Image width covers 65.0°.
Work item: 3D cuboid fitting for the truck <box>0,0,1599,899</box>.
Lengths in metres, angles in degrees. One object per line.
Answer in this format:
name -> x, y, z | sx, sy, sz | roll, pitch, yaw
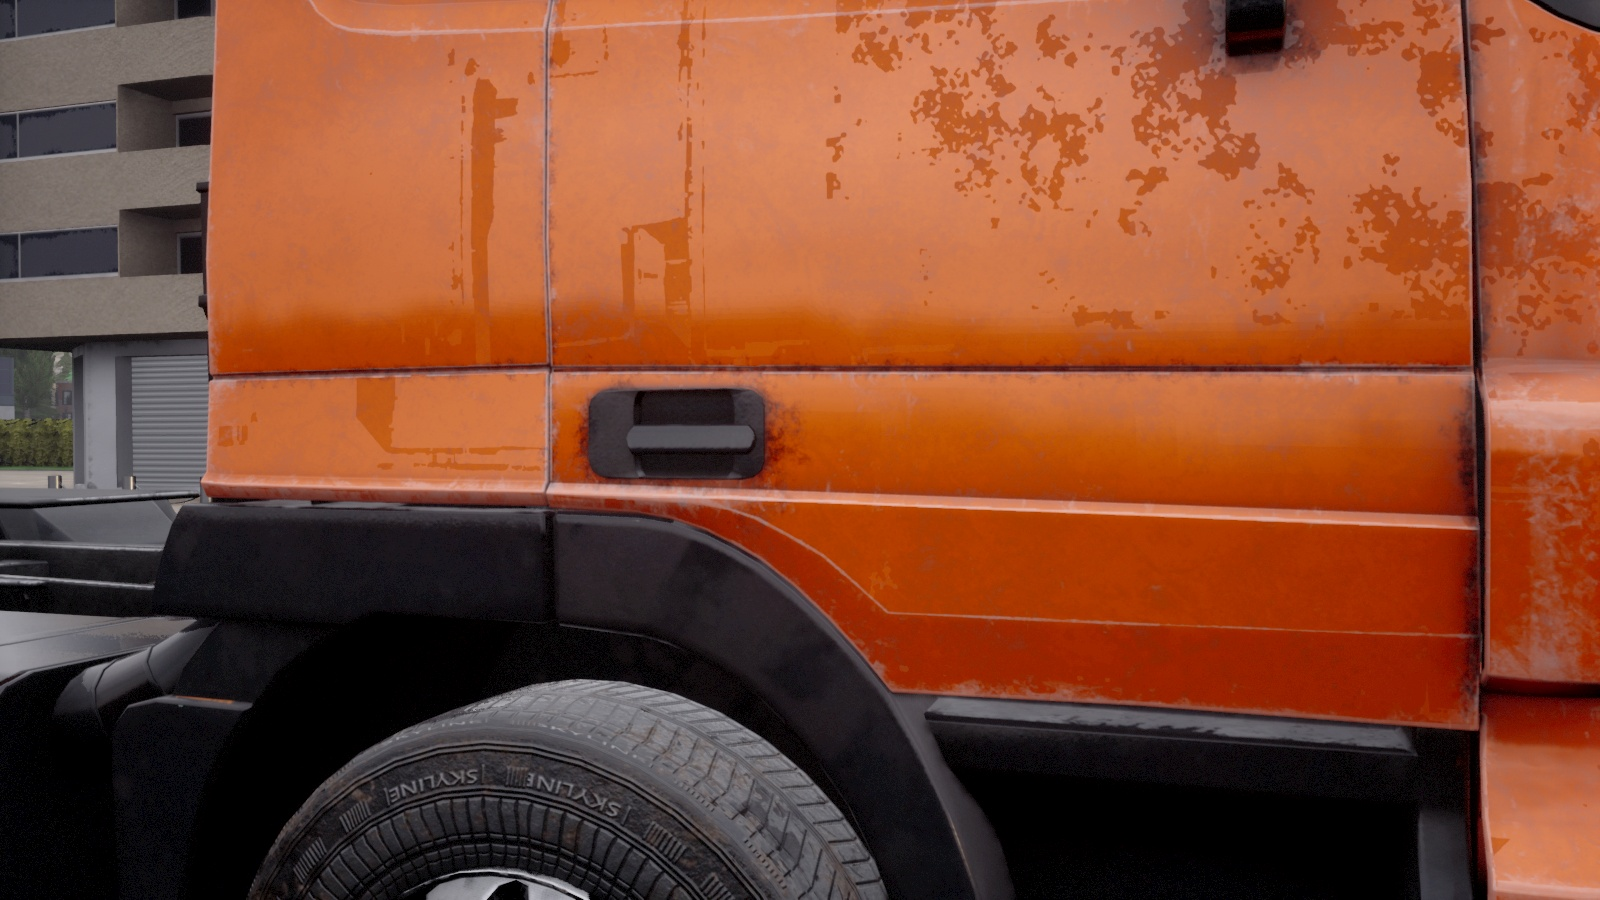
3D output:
truck -> -2.189, -0.226, 3.921 | 7.936, 3.462, 2.891 | 0, 1, 19
